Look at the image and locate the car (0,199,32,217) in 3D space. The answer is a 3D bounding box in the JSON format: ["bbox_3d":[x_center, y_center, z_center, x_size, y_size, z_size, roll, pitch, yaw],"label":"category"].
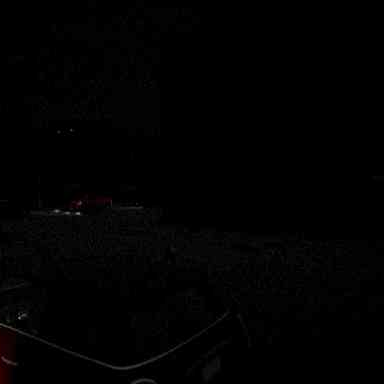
[{"bbox_3d":[-15.829,1.416,27.531,1.837,1.490,4.892,0,1,35],"label":"car"}]

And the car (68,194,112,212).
[{"bbox_3d":[-10.634,1.048,34.822,2.097,1.767,4.553,0,1,35],"label":"car"}]

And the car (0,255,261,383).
[{"bbox_3d":[-1.419,1.474,3.810,4.097,1.590,1.967,-1,0,36],"label":"car"}]

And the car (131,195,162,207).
[{"bbox_3d":[-5.417,1.085,42.142,1.895,1.301,4.718,0,1,35],"label":"car"}]
